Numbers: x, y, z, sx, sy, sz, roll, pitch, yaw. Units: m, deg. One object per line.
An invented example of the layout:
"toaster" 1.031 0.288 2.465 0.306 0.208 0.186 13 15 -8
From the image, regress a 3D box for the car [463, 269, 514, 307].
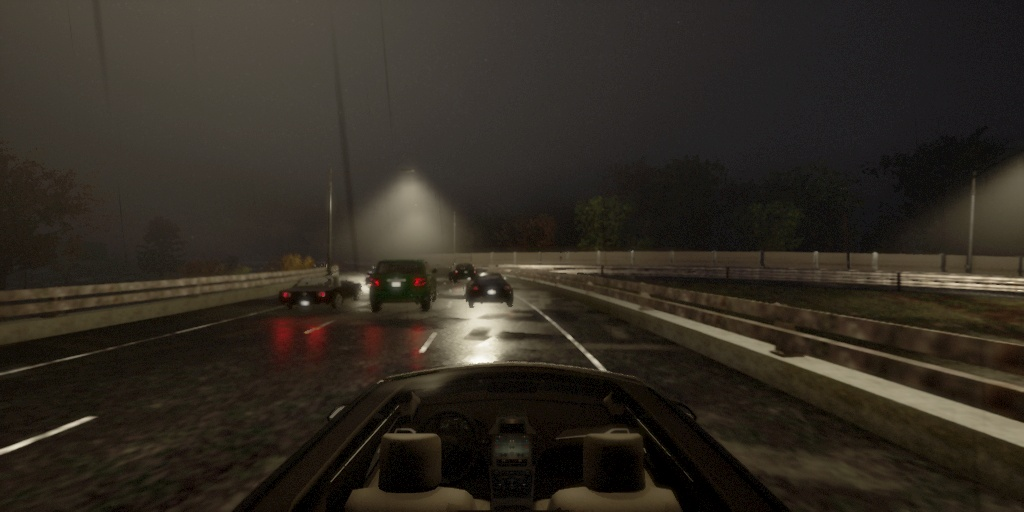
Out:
"car" -1.134 1.471 16.674 1.994 1.385 4.181 0 -1 -9

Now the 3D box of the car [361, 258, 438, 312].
"car" -4.467 1.121 15.375 2.150 2.045 5.566 0 0 -8

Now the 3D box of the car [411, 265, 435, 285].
"car" -7.927 1.575 31.656 1.837 1.490 4.892 0 0 -17

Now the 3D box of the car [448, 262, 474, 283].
"car" -4.530 1.425 32.499 2.097 1.767 4.553 0 -1 -17

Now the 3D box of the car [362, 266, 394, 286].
"car" -11.018 1.600 29.819 2.033 1.411 5.357 0 -1 -16

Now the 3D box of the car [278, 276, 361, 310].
"car" -8.043 1.503 15.603 1.895 1.301 4.718 0 -1 -8

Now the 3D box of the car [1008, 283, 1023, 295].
"car" 39.030 2.209 25.495 4.674 1.442 1.812 3 1 28
